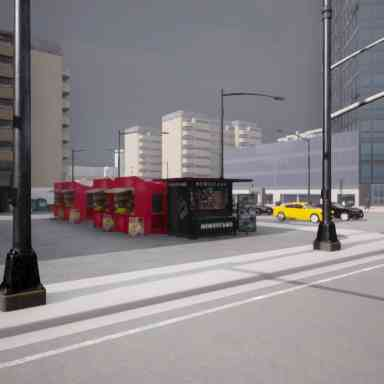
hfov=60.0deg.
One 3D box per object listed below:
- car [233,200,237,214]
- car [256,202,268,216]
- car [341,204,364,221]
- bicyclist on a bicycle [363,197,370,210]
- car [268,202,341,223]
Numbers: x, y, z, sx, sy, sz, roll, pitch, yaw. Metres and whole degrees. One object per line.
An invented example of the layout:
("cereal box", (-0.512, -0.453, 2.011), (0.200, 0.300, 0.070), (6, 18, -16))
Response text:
("car", (3.127, 1.455, 34.907), (2.150, 2.045, 5.566), (0, -1, -36))
("car", (6.771, 1.778, 35.835), (1.994, 1.385, 4.181), (0, -1, -36))
("car", (12.052, 1.587, 28.553), (1.882, 1.535, 5.008), (0, -1, -36))
("bicyclist on a bicycle", (22.309, 1.466, 42.475), (1.656, 1.620, 0.582), (0, 0, -36))
("car", (8.948, 1.589, 26.838), (1.882, 1.535, 5.008), (0, -1, -38))
